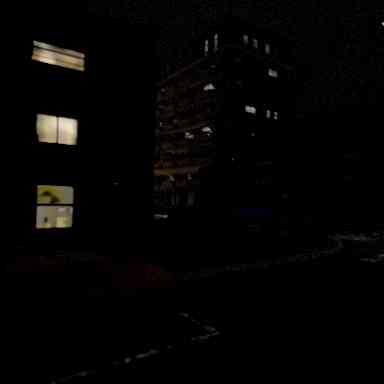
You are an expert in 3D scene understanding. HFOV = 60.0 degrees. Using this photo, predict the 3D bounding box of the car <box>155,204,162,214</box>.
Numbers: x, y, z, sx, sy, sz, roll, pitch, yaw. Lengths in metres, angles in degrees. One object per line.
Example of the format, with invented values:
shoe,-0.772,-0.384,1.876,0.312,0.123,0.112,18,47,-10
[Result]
car,-4.768,2.142,42.000,1.895,1.301,4.718,2,-2,-35

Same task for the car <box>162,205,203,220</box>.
car,-0.638,1.923,31.282,1.947,1.339,4.313,1,-1,-35

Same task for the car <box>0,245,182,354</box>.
car,-2.444,1.534,4.969,4.829,1.417,1.752,1,1,-35

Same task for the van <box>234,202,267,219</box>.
van,6.257,1.940,36.046,1.690,1.788,3.998,1,-1,-35
